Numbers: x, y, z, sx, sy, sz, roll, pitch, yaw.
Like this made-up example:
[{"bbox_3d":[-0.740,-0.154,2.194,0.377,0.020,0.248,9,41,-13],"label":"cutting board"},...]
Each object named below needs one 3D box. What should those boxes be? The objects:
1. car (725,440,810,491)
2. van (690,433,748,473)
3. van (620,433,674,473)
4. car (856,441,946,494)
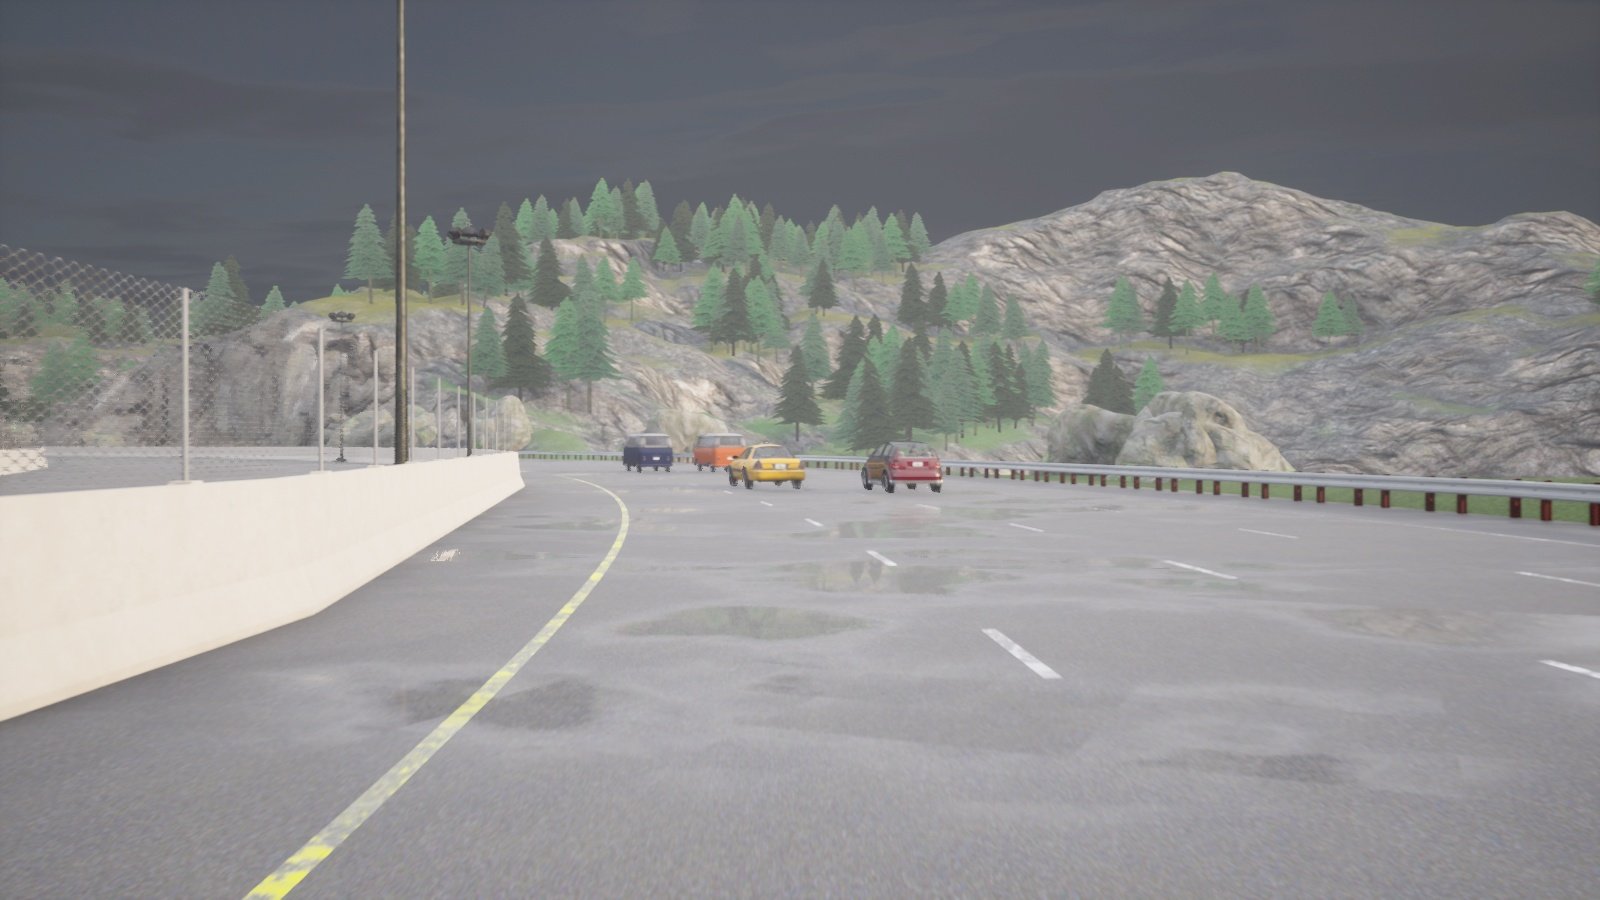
[{"bbox_3d":[-1.165,0.451,41.463,1.801,1.575,5.366,0,0,-13],"label":"car"},{"bbox_3d":[-4.193,0.134,64.301,1.775,1.987,4.442,0,0,-20],"label":"van"},{"bbox_3d":[-7.858,0.133,64.146,1.775,1.987,4.442,0,0,-20],"label":"van"},{"bbox_3d":[3.044,0.510,38.568,1.789,1.549,3.705,0,0,-12],"label":"car"}]
